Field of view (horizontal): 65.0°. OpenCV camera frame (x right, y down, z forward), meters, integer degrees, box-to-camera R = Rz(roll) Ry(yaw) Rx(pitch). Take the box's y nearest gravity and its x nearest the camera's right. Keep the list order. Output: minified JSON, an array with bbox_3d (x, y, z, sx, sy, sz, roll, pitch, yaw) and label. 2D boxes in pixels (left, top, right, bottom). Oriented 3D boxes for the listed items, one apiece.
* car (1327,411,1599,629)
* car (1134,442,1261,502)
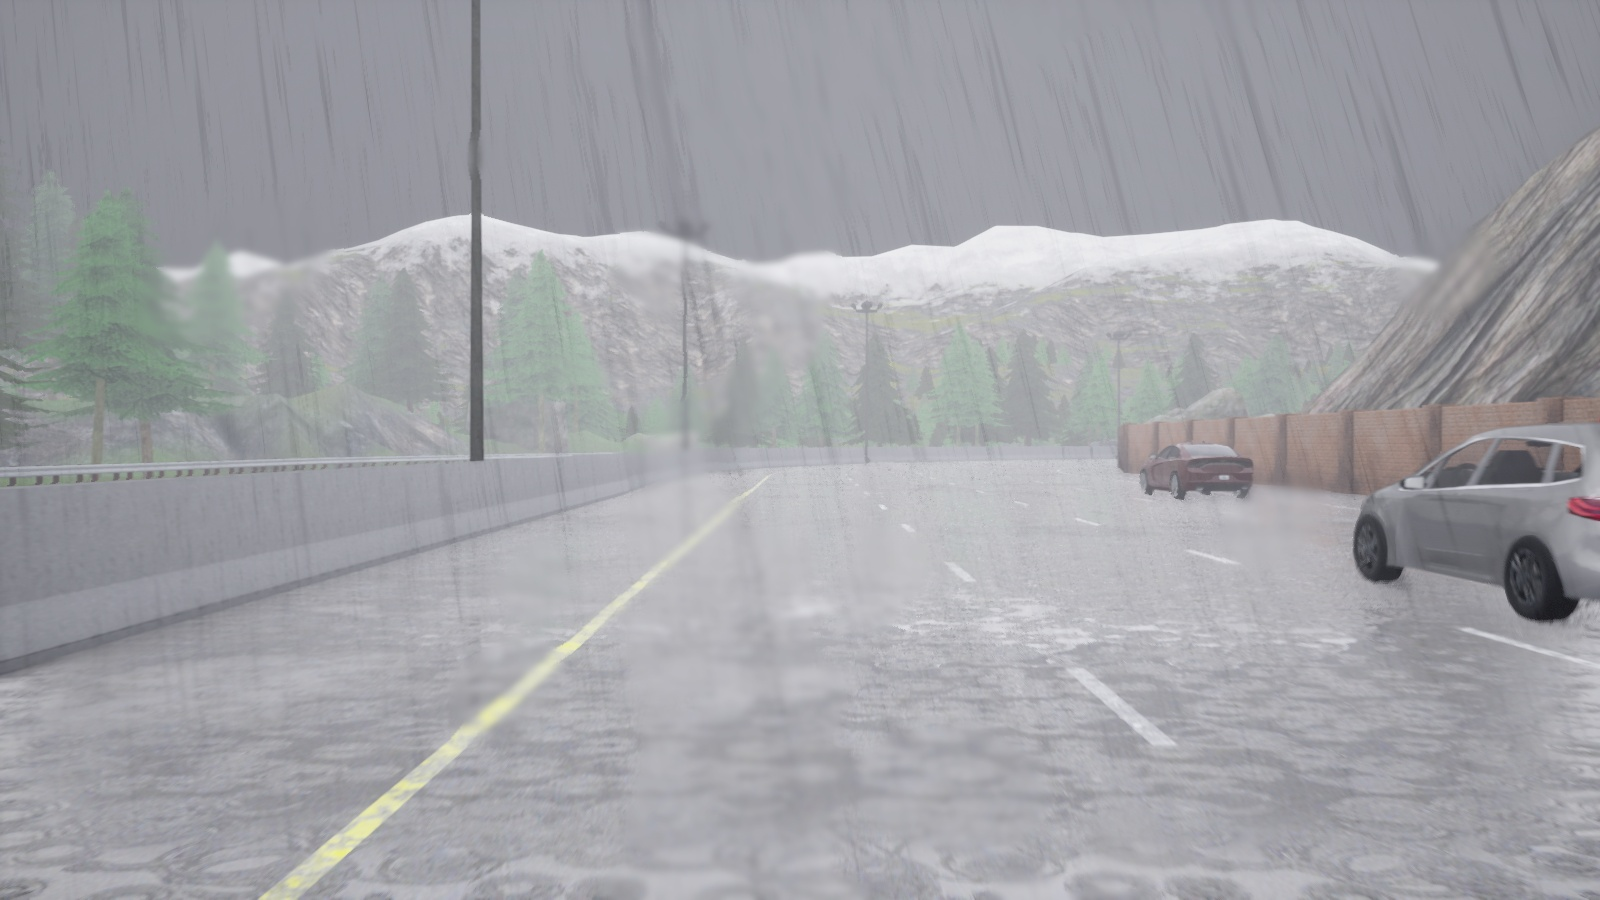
[{"bbox_3d":[7.082,0.529,11.913,2.242,1.667,4.611,0,0,0],"label":"car"},{"bbox_3d":[10.705,0.540,34.207,1.882,1.535,5.008,0,0,0],"label":"car"}]
